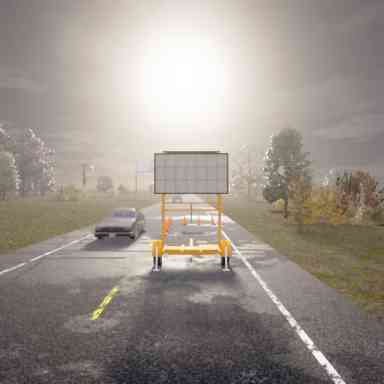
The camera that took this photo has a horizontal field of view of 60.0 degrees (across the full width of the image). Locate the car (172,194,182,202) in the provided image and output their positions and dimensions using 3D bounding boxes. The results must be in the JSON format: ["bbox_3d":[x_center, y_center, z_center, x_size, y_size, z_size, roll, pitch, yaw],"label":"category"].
[{"bbox_3d":[-3.644,1.284,82.021,2.150,2.045,5.566,0,0,0],"label":"car"}]

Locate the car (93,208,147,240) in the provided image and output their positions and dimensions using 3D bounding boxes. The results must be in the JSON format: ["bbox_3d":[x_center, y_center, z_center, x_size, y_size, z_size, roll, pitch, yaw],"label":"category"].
[{"bbox_3d":[-3.530,1.550,17.367,2.033,1.411,5.357,0,0,0],"label":"car"}]

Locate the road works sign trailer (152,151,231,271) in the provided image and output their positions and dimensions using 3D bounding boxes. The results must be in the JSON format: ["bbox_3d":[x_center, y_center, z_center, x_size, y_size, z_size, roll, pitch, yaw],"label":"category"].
[{"bbox_3d":[-0.019,0.465,10.890,2.380,3.560,2.880,0,0,0],"label":"road works sign trailer"}]
